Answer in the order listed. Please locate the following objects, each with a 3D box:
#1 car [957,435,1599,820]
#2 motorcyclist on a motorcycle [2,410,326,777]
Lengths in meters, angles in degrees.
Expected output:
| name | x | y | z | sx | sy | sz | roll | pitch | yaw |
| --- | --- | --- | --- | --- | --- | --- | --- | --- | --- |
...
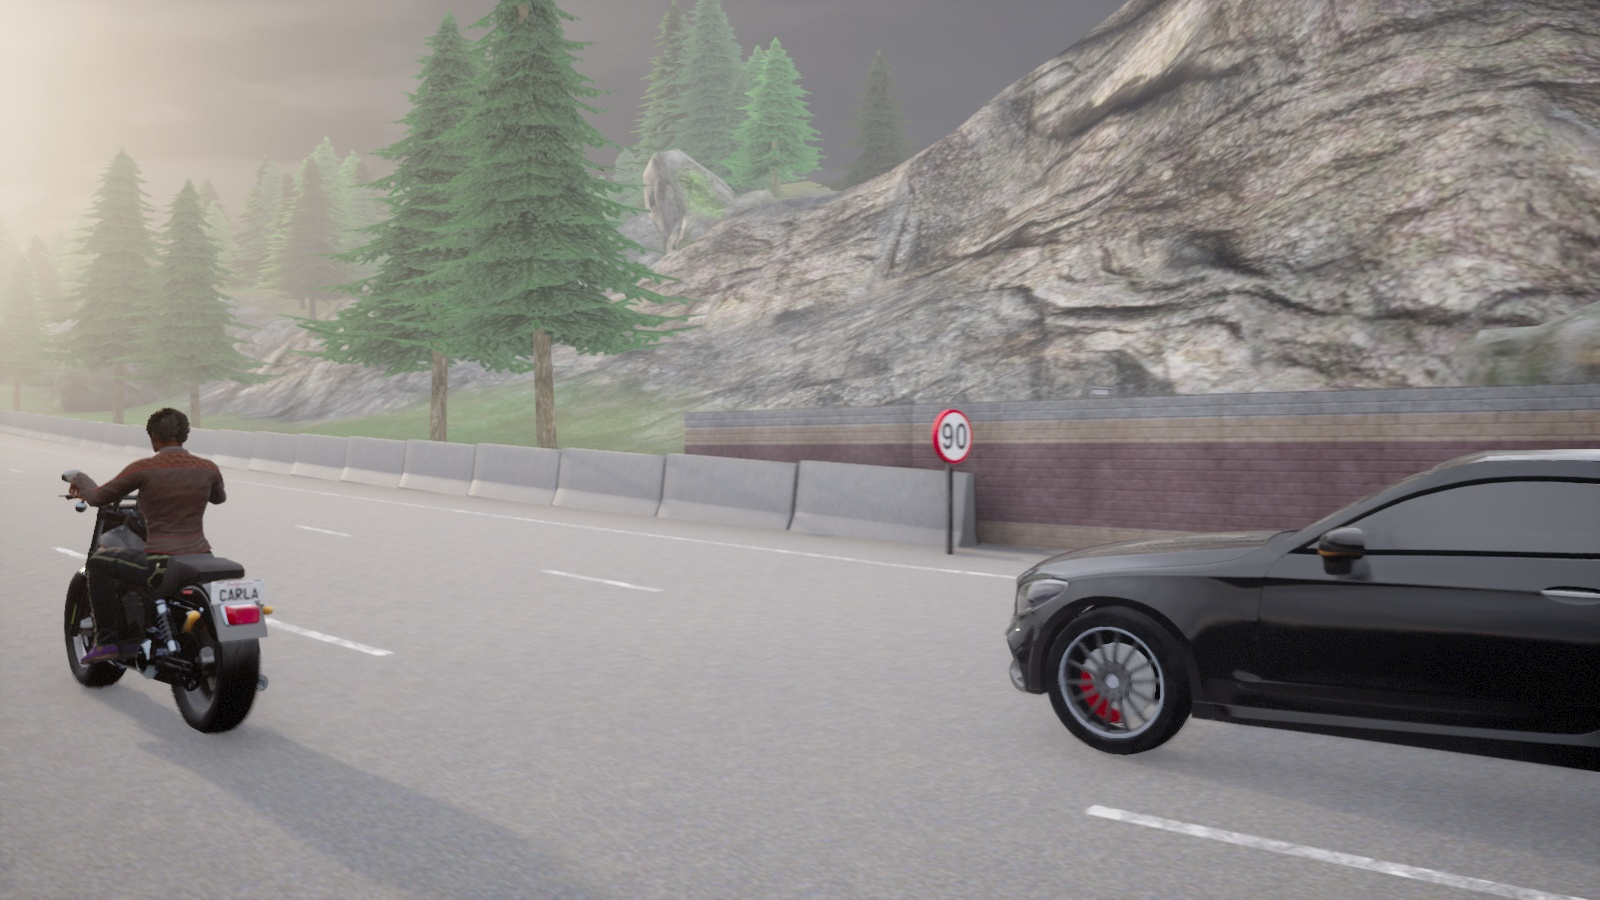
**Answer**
| name | x | y | z | sx | sy | sz | roll | pitch | yaw |
| --- | --- | --- | --- | --- | --- | --- | --- | --- | --- |
| car | 3.230 | 0.661 | 5.685 | 4.674 | 1.442 | 1.812 | 0 | 1 | 35 |
| motorcyclist on a motorcycle | -3.468 | 0.649 | 6.718 | 2.350 | 1.649 | 0.766 | 0 | 0 | 43 |
